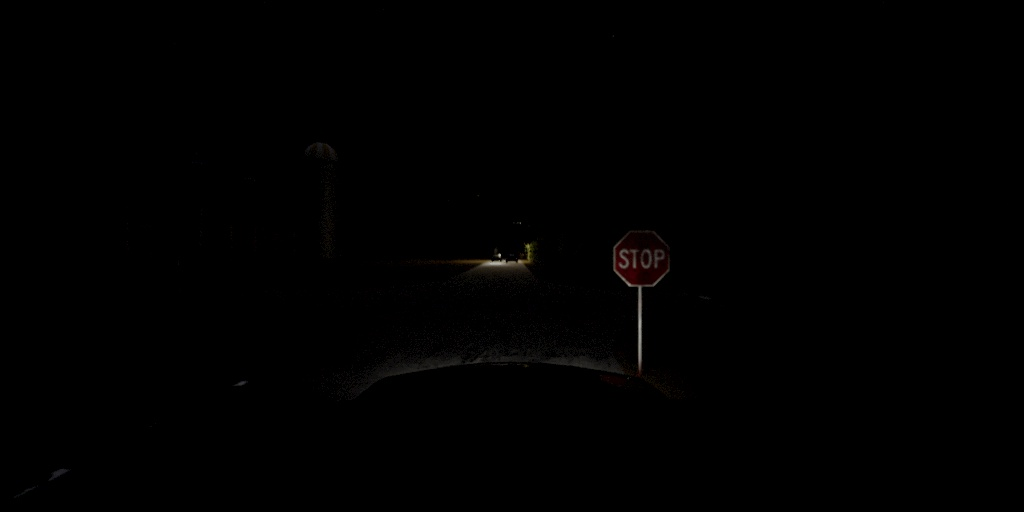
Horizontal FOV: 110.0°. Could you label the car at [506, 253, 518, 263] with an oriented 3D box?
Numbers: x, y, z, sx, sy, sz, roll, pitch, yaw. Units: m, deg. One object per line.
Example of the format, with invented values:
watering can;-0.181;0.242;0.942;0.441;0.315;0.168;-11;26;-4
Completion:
car;-0.042;0.288;61.749;2.097;1.767;4.553;0;1;0
